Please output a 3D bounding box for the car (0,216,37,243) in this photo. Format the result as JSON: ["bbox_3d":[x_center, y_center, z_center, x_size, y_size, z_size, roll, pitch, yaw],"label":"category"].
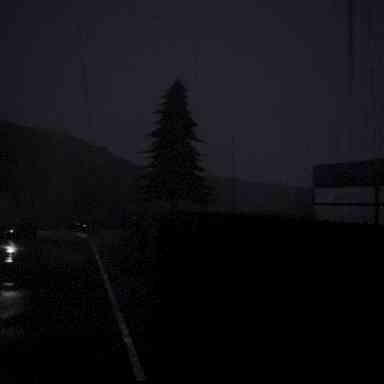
[{"bbox_3d":[-11.197,2.264,20.813,1.812,1.442,4.674,2,-3,-6],"label":"car"}]

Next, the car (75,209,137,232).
[{"bbox_3d":[-7.769,2.568,30.623,5.566,2.045,2.150,4,-4,-40],"label":"car"}]

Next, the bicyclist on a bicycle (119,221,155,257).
[{"bbox_3d":[-2.493,2.179,15.294,1.656,1.620,0.582,2,-3,-19],"label":"bicyclist on a bicycle"}]
